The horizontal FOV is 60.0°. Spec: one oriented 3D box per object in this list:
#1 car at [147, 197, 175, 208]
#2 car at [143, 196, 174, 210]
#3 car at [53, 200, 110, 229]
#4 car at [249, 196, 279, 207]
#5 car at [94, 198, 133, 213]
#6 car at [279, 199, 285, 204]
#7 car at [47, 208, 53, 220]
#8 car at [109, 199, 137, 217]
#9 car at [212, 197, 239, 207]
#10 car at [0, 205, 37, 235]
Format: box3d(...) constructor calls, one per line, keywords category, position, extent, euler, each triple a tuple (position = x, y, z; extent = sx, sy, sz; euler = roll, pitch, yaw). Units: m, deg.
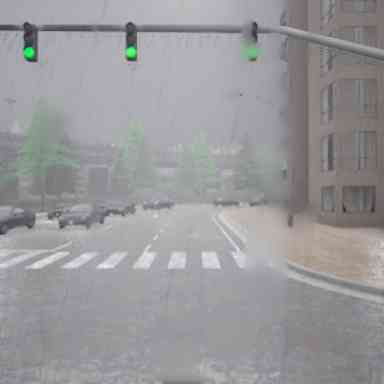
box3d(category="car", position=(-4.431, 1.494, 48.178), extent=(1.994, 1.385, 4.181), euler=(0, 0, 31))
box3d(category="car", position=(-4.251, 1.288, 41.041), extent=(2.097, 1.767, 4.553), euler=(0, 0, 22))
box3d(category="car", position=(-7.023, 1.490, 21.702), extent=(1.812, 1.442, 4.674), euler=(0, 0, 1))
box3d(category="car", position=(10.377, 1.448, 49.195), extent=(4.181, 1.385, 1.994), euler=(0, 0, -37))
box3d(category="car", position=(-8.868, 1.501, 38.105), extent=(2.033, 1.411, 5.357), euler=(0, 0, 16))
box3d(category="car", position=(13.100, 1.374, 54.981), extent=(4.892, 1.490, 1.837), euler=(0, 0, -24))
box3d(category="car", position=(-10.296, 1.532, 27.614), extent=(1.994, 1.385, 4.181), euler=(0, 0, 2))
box3d(category="car", position=(-6.647, 1.501, 31.391), extent=(2.033, 1.411, 5.357), euler=(0, 0, 6))
box3d(category="car", position=(5.019, 1.426, 49.109), extent=(4.674, 1.442, 1.812), euler=(0, 0, -42))
box3d(category="car", position=(-10.559, 1.504, 18.872), extent=(1.812, 1.442, 4.674), euler=(0, 0, 1))
